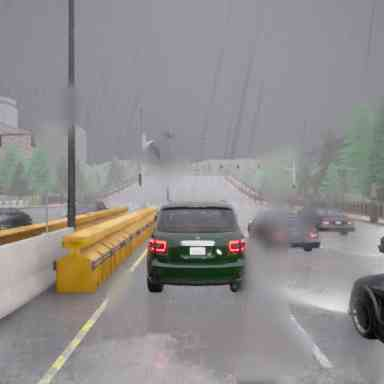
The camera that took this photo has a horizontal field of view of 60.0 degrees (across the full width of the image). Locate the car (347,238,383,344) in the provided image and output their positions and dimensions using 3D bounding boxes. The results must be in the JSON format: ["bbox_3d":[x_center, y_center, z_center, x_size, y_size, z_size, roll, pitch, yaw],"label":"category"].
[{"bbox_3d":[3.606,1.564,3.913,1.994,1.385,4.181,0,0,0],"label":"car"}]

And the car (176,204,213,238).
[{"bbox_3d":[0.119,1.505,18.881,1.837,1.490,4.892,0,0,0],"label":"car"}]

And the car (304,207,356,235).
[{"bbox_3d":[7.116,1.547,18.654,2.033,1.411,5.357,0,0,0],"label":"car"}]

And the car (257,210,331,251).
[{"bbox_3d":[3.615,1.547,13.990,2.033,1.411,5.357,0,0,0],"label":"car"}]

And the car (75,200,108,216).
[{"bbox_3d":[-6.978,1.393,22.240,2.097,1.767,4.553,0,0,0],"label":"car"}]

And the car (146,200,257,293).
[{"bbox_3d":[0.110,1.222,9.030,2.150,2.045,5.566,0,0,0],"label":"car"}]
